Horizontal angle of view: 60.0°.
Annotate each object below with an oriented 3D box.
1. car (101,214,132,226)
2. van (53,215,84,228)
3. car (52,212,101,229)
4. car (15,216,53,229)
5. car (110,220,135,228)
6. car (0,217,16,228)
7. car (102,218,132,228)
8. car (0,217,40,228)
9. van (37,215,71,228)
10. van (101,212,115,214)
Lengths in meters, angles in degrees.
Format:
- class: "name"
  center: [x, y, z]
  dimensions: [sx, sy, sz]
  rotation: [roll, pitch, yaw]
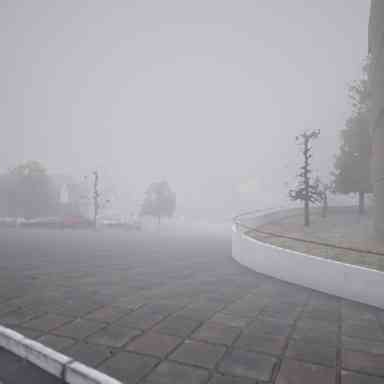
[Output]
- class: "car"
  center: [-15.531, 6.014, 66.091]
  dimensions: [5.566, 2.045, 2.435]
  rotation: [0, -5, 5]
- class: "van"
  center: [-20.416, 4.914, 55.152]
  dimensions: [4.442, 1.987, 1.878]
  rotation: [0, -6, 5]
- class: "car"
  center: [-15.373, 4.037, 44.653]
  dimensions: [2.150, 2.045, 5.566]
  rotation: [-1, -6, 24]
- class: "car"
  center: [-20.106, 4.200, 43.541]
  dimensions: [1.895, 1.301, 4.718]
  rotation: [-1, -6, 24]
- class: "car"
  center: [-14.257, 6.586, 68.800]
  dimensions: [4.674, 1.452, 2.002]
  rotation: [0, -5, 5]
- class: "car"
  center: [-25.556, 4.049, 44.174]
  dimensions: [4.674, 1.452, 2.002]
  rotation: [0, -5, 5]
- class: "car"
  center: [-13.177, 5.768, 58.776]
  dimensions: [1.895, 1.301, 4.718]
  rotation: [-1, -6, 25]
- class: "car"
  center: [-24.313, 4.331, 46.922]
  dimensions: [4.674, 1.452, 2.002]
  rotation: [0, -6, 5]
- class: "van"
  center: [-21.673, 4.631, 52.412]
  dimensions: [4.442, 1.987, 1.878]
  rotation: [0, -6, 5]
- class: "van"
  center: [-23.454, 7.323, 92.576]
  dimensions: [1.878, 1.987, 4.442]
  rotation: [0, 1, 10]
